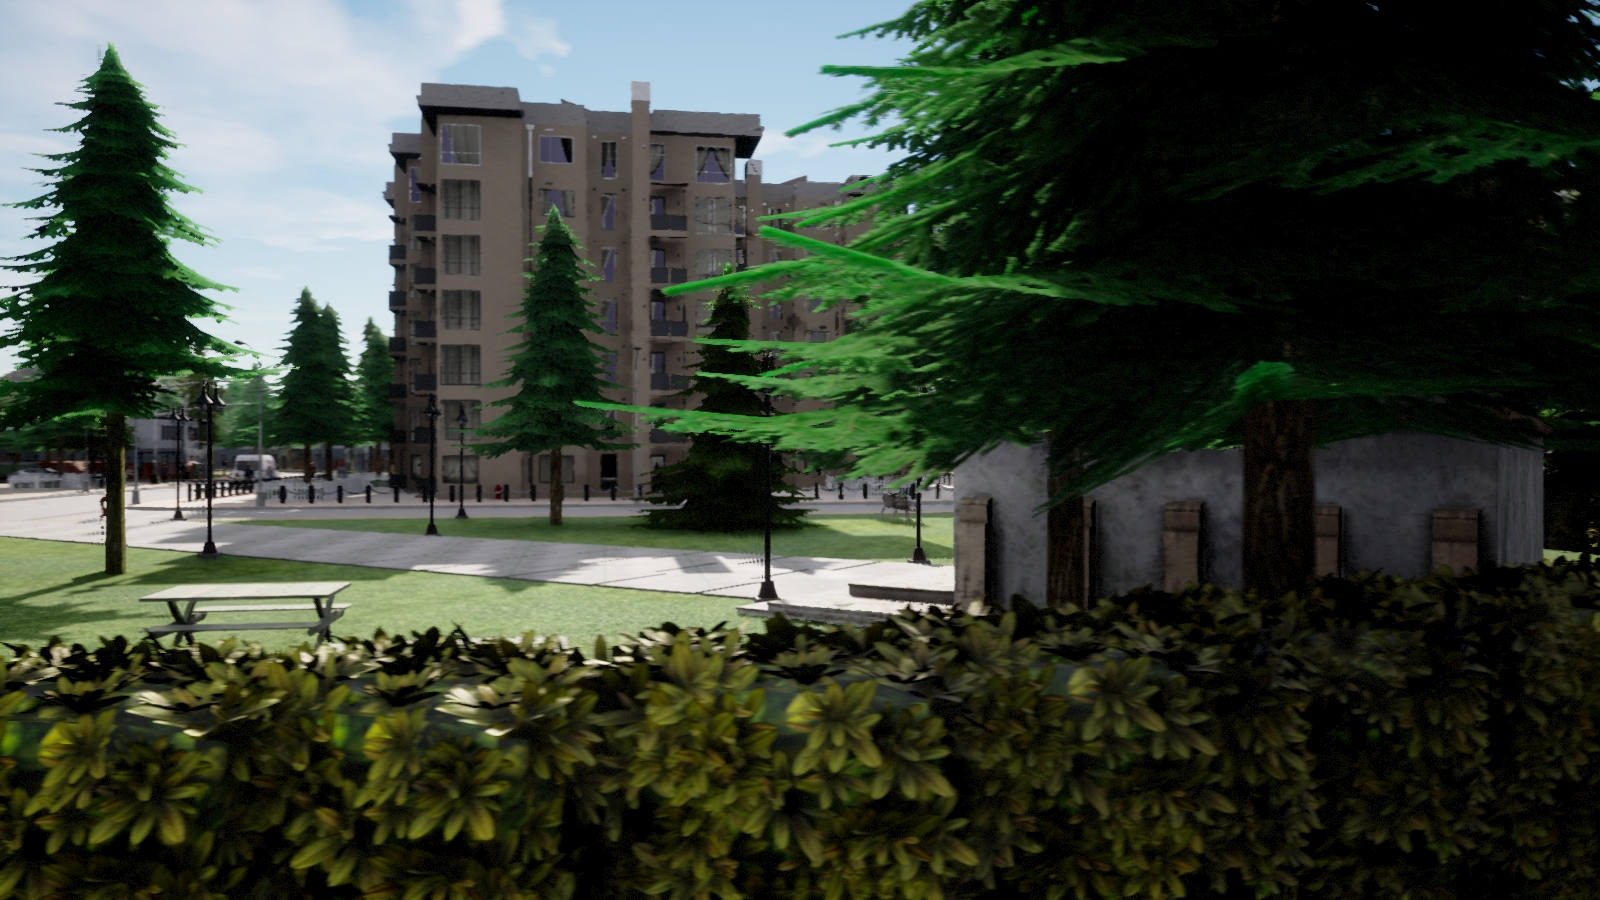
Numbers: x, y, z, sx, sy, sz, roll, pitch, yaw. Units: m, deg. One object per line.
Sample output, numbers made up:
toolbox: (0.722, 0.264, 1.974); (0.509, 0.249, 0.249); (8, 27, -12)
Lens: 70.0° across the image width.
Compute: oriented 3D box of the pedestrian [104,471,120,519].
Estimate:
pedestrian: (-26.755, 1.736, 44.429); (0.375, 1.860, 0.375); (0, 0, 2)
